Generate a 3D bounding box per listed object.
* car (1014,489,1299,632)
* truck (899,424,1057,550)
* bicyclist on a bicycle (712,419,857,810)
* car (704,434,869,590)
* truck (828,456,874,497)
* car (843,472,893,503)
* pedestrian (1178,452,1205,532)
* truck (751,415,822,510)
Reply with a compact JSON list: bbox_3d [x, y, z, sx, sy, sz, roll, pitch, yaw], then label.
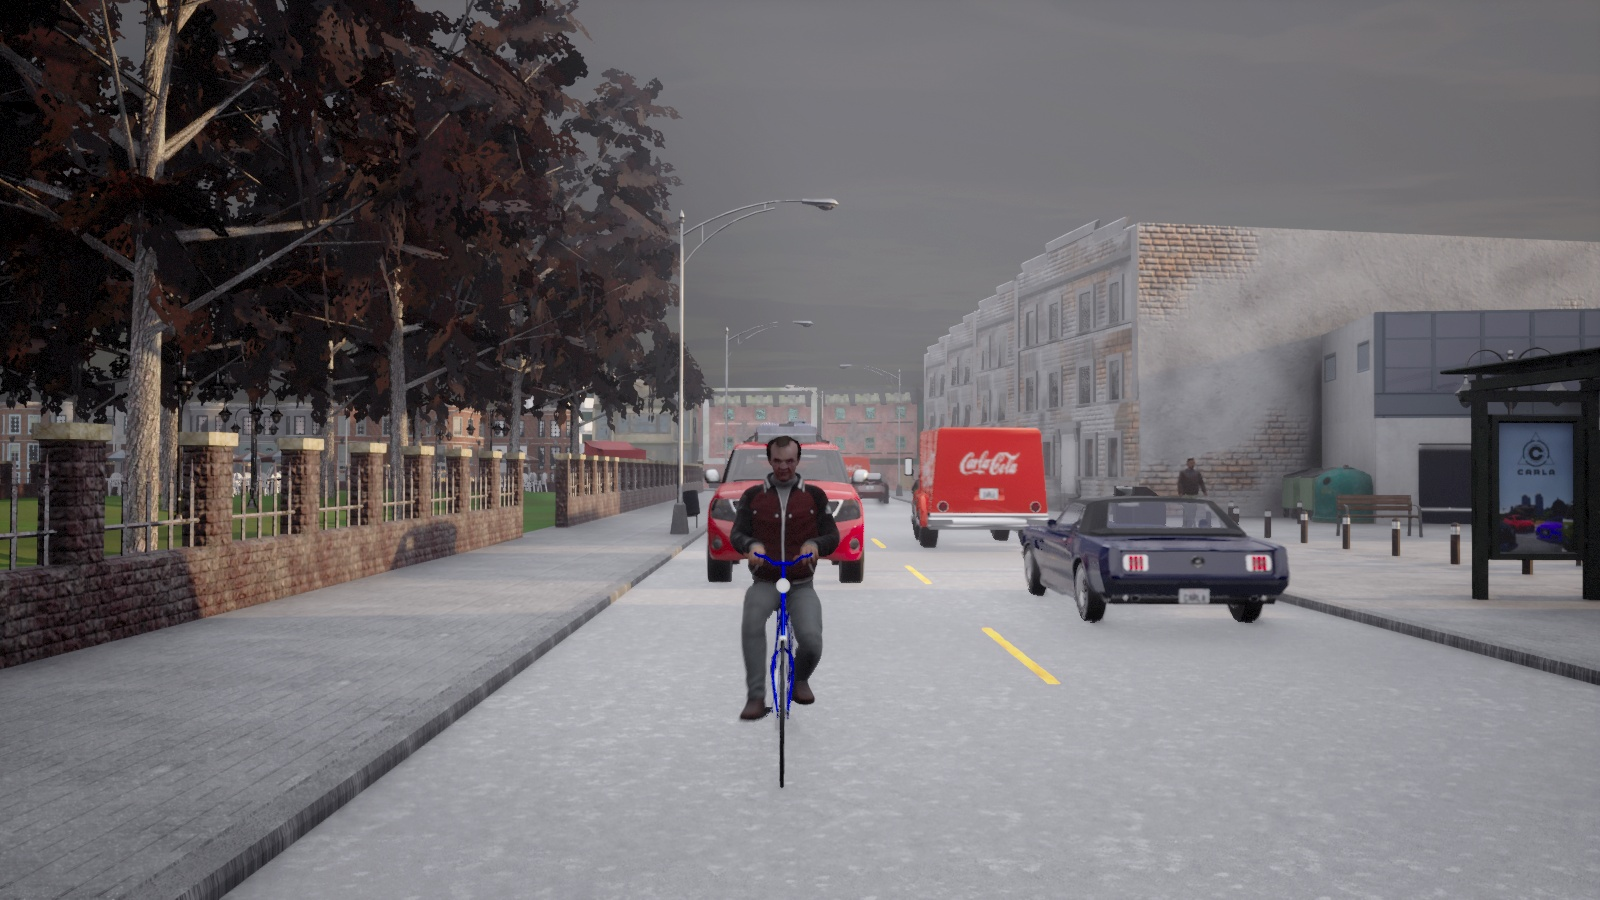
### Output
[{"bbox_3d":[3.840,1.142,14.484,1.895,1.301,4.718,0,-1,-1],"label":"car"},{"bbox_3d":[3.713,0.771,27.335,2.627,2.467,5.204,0,-1,-1],"label":"truck"},{"bbox_3d":[-0.083,0.795,6.678,0.659,1.776,1.843,0,-3,-1],"label":"bicyclist on a bicycle"},{"bbox_3d":[-0.208,0.857,19.255,2.150,2.045,5.566,0,-1,-1],"label":"car"},{"bbox_3d":[3.156,1.636,78.825,2.627,2.467,5.204,0,-1,-1],"label":"truck"},{"bbox_3d":[3.337,1.850,62.645,2.163,1.488,4.792,0,-1,-1],"label":"car"},{"bbox_3d":[9.190,0.982,29.512,0.431,1.840,0.703,0,-1,3],"label":"pedestrian"},{"bbox_3d":[-0.588,0.581,55.459,2.891,3.827,8.468,0,-1,-1],"label":"truck"}]
